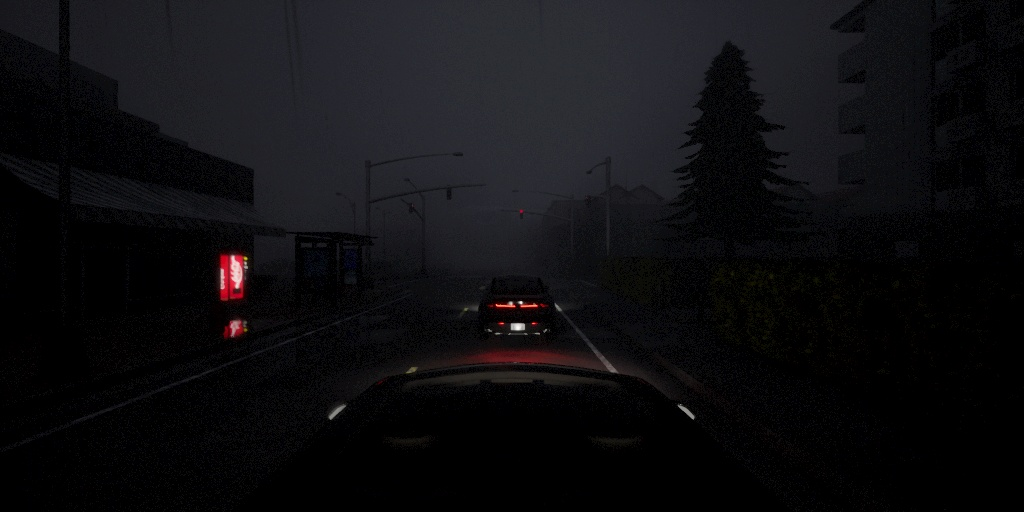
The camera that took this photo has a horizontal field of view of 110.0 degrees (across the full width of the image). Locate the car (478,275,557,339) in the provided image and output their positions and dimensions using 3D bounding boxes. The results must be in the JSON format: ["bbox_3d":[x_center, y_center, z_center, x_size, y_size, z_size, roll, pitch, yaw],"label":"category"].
[{"bbox_3d":[0.118,1.255,10.038,1.837,1.490,4.892,0,0,0],"label":"car"}]
